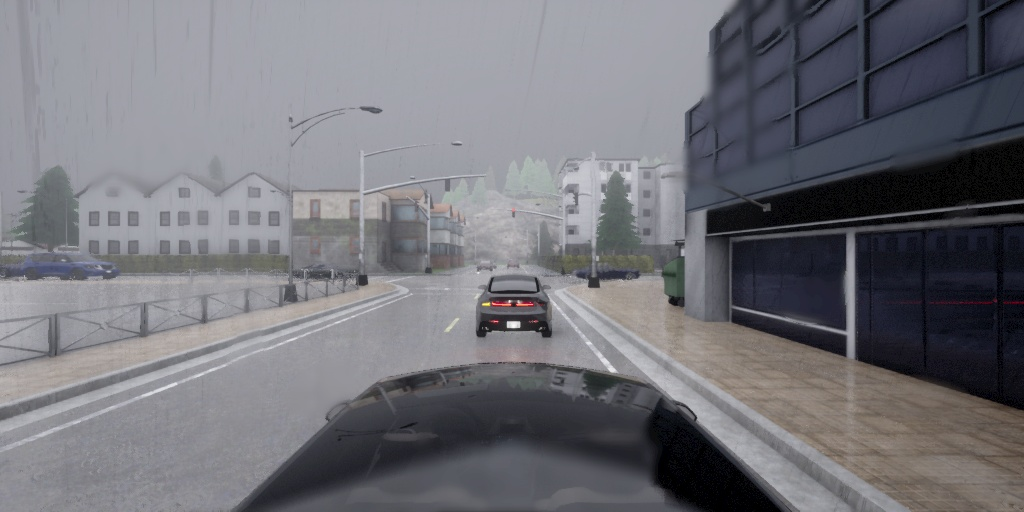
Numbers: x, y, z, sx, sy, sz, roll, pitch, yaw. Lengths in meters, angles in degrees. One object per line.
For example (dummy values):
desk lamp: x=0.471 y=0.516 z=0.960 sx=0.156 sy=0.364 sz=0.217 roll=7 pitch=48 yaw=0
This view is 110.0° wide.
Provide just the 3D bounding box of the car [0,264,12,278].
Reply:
car: x=-39.834 y=0.926 z=30.204 sx=4.553 sy=1.767 sz=2.097 roll=0 pitch=0 yaw=0

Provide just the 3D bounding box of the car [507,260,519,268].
car: x=0.200 y=1.314 z=61.796 sx=1.994 sy=1.385 sz=4.181 roll=0 pitch=0 yaw=0

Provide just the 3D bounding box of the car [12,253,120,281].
car: x=-32.503 y=0.795 z=26.481 sx=5.566 sy=2.045 sz=2.150 roll=0 pitch=0 yaw=0

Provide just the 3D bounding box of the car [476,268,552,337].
car: x=0.069 y=1.255 z=10.258 sx=1.837 sy=1.490 sz=4.892 roll=0 pitch=0 yaw=1

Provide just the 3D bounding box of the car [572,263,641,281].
car: x=6.896 y=1.187 z=26.304 sx=4.718 sy=1.301 sz=1.895 roll=-1 pitch=0 yaw=0

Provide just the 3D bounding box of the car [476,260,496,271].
car: x=-3.520 y=1.276 z=47.660 sx=1.812 sy=1.442 sz=4.674 roll=0 pitch=0 yaw=0

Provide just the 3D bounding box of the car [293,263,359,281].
car: x=-13.413 y=1.174 z=26.391 sx=4.718 sy=1.301 sz=1.895 roll=0 pitch=0 yaw=0
